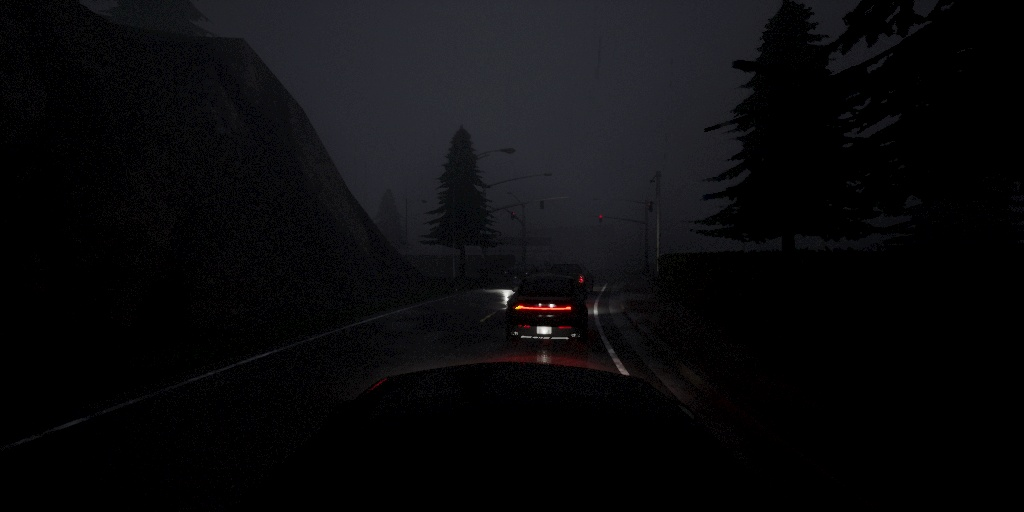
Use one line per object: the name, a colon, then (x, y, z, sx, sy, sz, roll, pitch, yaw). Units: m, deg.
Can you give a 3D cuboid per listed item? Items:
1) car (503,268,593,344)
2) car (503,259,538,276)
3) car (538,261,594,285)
car: (1.021, 1.255, 9.648, 1.837, 1.490, 4.892, 0, 0, 9)
car: (1.009, 0.944, 24.803, 2.033, 1.411, 5.357, 0, 0, 17)
car: (3.024, 1.102, 18.569, 2.097, 1.767, 4.553, 0, 0, 17)
